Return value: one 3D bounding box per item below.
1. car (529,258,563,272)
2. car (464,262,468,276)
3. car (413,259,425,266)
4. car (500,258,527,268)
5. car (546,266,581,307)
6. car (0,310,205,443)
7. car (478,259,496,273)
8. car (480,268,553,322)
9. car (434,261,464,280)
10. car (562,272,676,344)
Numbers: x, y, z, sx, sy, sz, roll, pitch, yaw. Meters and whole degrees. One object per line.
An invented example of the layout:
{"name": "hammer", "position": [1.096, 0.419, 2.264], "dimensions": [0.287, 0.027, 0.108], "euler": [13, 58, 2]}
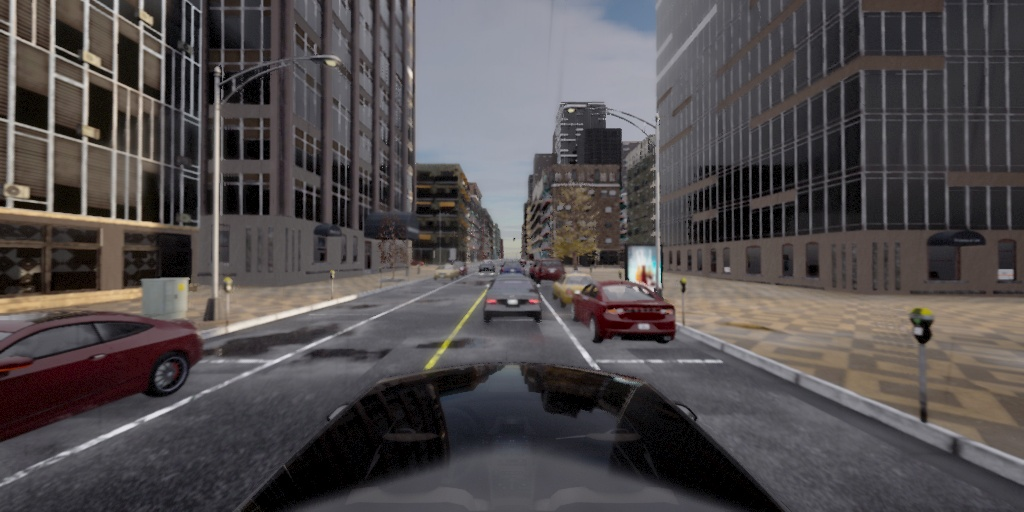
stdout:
{"name": "car", "position": [2.679, 1.117, 26.230], "dimensions": [2.192, 1.841, 5.009], "euler": [0, 0, 0]}
{"name": "car", "position": [-5.708, 1.267, 37.346], "dimensions": [1.967, 1.591, 4.097], "euler": [0, 0, 0]}
{"name": "car", "position": [-17.294, 1.141, 61.724], "dimensions": [4.507, 1.381, 1.888], "euler": [0, 0, 0]}
{"name": "car", "position": [0.053, 1.164, 30.843], "dimensions": [2.097, 1.767, 4.553], "euler": [0, 0, 0]}
{"name": "car", "position": [2.685, 1.304, 15.281], "dimensions": [1.751, 1.417, 4.829], "euler": [0, 0, 0]}
{"name": "car", "position": [-5.690, 1.337, 3.988], "dimensions": [1.802, 1.307, 4.207], "euler": [0, 0, 0]}
{"name": "car", "position": [-3.097, 1.408, 44.931], "dimensions": [1.994, 1.385, 4.181], "euler": [0, 0, 0]}
{"name": "car", "position": [0.040, 1.321, 12.419], "dimensions": [2.033, 1.411, 5.357], "euler": [0, 0, 0]}
{"name": "car", "position": [-5.705, 1.341, 31.616], "dimensions": [1.751, 1.417, 4.829], "euler": [0, 0, 0]}
{"name": "car", "position": [2.688, 1.312, 9.552], "dimensions": [1.888, 1.381, 4.507], "euler": [0, 0, 0]}
